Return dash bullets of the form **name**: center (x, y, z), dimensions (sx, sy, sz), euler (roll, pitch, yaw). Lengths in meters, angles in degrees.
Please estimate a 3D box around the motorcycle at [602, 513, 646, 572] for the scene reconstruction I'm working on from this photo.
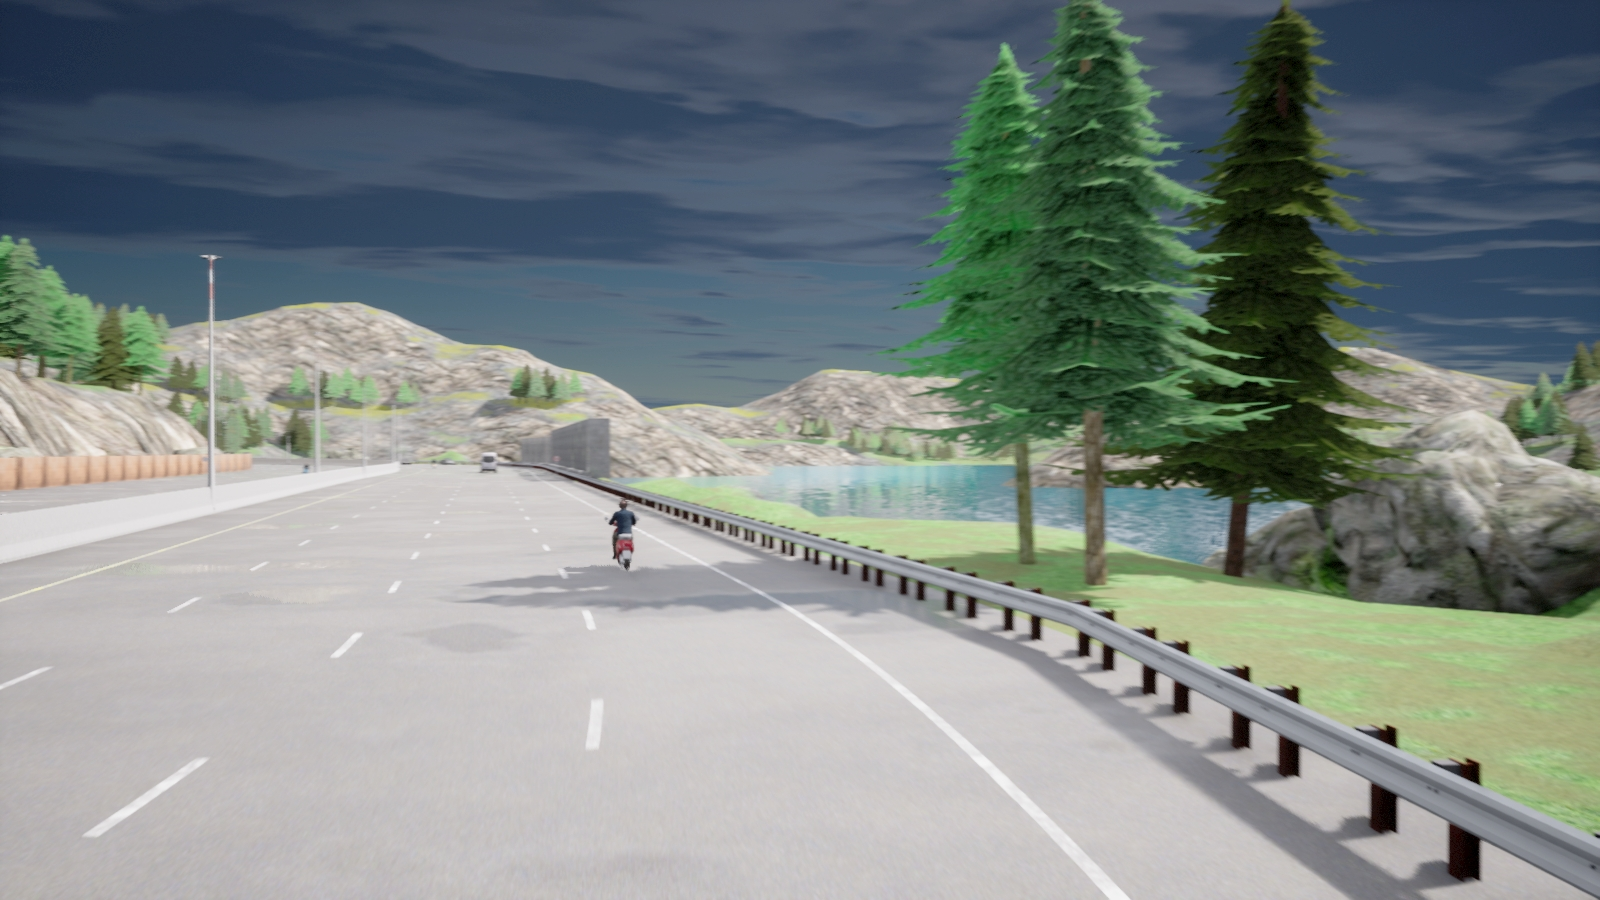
- **motorcycle**: center (-4.211, 2.188, 27.250), dimensions (0.856, 1.236, 1.805), euler (-1, 0, -14)
